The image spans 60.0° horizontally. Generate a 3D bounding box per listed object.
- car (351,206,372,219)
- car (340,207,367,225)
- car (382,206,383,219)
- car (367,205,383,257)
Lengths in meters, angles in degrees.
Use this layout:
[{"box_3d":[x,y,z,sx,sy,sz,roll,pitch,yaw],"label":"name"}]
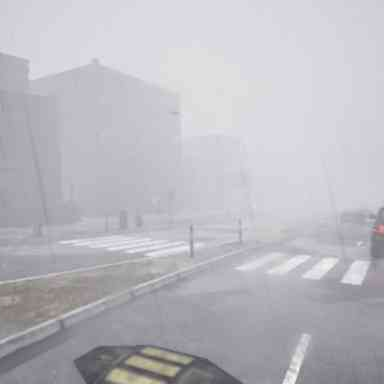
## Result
[{"box_3d":[21.685,2.611,42.474,1.994,1.385,4.181,0,-1,31],"label":"car"},{"box_3d":[15.516,2.301,32.032,1.882,1.535,5.008,0,-1,31],"label":"car"},{"box_3d":[25.315,2.545,42.126,2.128,1.511,4.902,0,-1,31],"label":"car"},{"box_3d":[8.762,1.558,13.939,2.150,2.045,5.566,0,-1,30],"label":"car"}]
